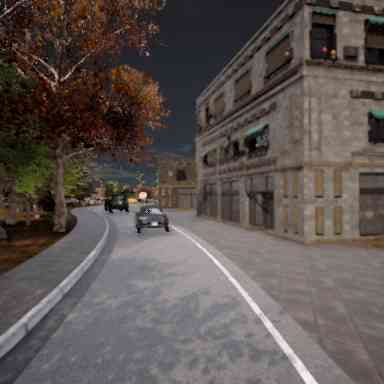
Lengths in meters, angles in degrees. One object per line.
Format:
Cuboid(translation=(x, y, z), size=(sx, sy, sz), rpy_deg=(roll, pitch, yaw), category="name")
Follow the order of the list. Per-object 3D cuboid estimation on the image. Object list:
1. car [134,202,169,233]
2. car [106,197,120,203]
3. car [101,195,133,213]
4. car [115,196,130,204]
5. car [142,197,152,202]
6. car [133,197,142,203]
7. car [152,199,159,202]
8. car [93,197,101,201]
Cuboid(translation=(-2.519, 1.564, 20.192), size=(1.812, 1.442, 4.674), rpy_deg=(0, 0, -13), category="car")
Cuboid(translation=(-21.220, 2.139, 88.849), size=(2.163, 1.488, 4.792), rpy_deg=(5, -3, -33), category="car")
Cuboid(translation=(-8.726, 1.332, 38.447), size=(2.150, 2.045, 5.566), rpy_deg=(0, 0, -22), category="car")
Cuboid(translation=(-18.883, 2.172, 90.374), size=(2.185, 1.767, 4.553), rpy_deg=(4, -3, -33), category="car")
Cuboid(translation=(-14.215, 2.398, 93.411), size=(2.435, 2.045, 5.566), rpy_deg=(4, -3, -33), category="car")
Cuboid(translation=(-16.545, 2.477, 91.851), size=(2.097, 1.535, 5.008), rpy_deg=(4, -3, -33), category="car")
Cuboid(translation=(-11.874, 2.812, 94.891), size=(2.231, 1.521, 4.892), rpy_deg=(4, -3, -33), category="car")
Cuboid(translation=(-23.516, 1.951, 87.285), size=(2.163, 1.488, 4.792), rpy_deg=(5, -3, -33), category="car")
